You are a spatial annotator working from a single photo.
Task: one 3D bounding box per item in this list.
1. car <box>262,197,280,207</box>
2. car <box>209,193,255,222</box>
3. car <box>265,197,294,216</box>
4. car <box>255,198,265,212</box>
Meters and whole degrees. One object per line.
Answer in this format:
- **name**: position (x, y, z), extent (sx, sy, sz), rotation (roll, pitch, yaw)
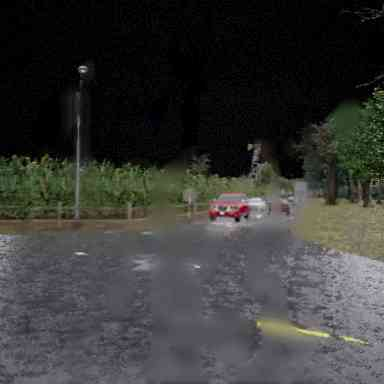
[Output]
- **car**: position (11.986, 1.454, 50.417), extent (2.033, 1.411, 5.357), rotation (1, 0, 20)
- **car**: position (3.049, 1.111, 25.637), extent (2.150, 2.045, 5.566), rotation (1, 0, 20)
- **car**: position (8.863, 1.440, 33.171), extent (1.882, 1.535, 5.008), rotation (1, 0, 20)
- **car**: position (7.252, 1.422, 37.305), extent (1.812, 1.442, 4.674), rotation (1, 0, 19)
